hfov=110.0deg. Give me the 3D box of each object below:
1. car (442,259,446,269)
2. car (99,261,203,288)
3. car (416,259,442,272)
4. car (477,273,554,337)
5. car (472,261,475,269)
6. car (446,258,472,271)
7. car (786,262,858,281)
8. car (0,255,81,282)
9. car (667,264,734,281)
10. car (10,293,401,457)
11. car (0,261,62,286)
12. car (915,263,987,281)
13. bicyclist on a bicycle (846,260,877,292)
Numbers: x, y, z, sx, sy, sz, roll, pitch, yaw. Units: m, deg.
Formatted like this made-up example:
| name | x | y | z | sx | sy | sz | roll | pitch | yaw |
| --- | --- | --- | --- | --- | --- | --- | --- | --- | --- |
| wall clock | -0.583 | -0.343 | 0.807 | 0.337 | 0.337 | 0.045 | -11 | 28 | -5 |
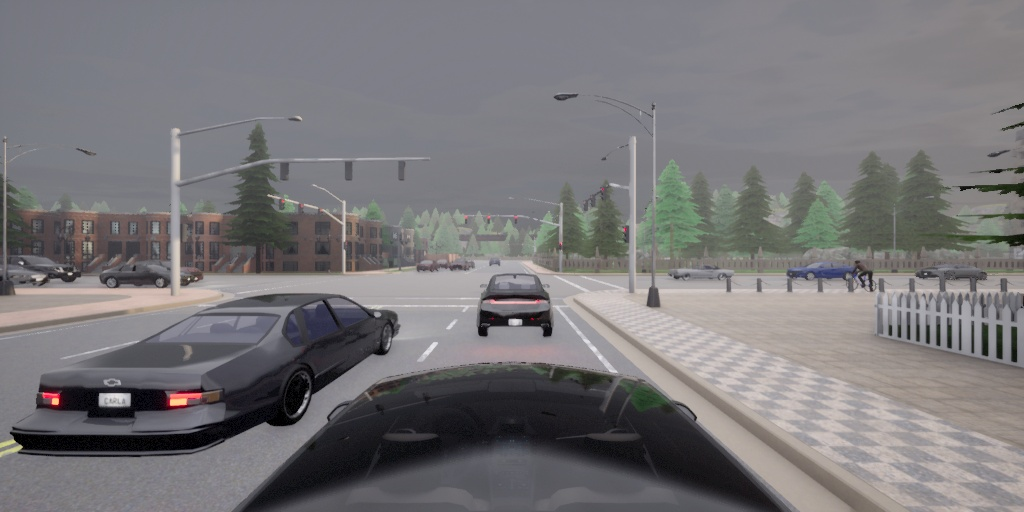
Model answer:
| name | x | y | z | sx | sy | sz | roll | pitch | yaw |
| --- | --- | --- | --- | --- | --- | --- | --- | --- | --- |
| car | -10.561 | 1.218 | 54.944 | 1.882 | 1.535 | 5.008 | 0 | 0 | 0 |
| car | -23.181 | 1.251 | 22.918 | 4.892 | 1.490 | 1.837 | 0 | 0 | -3 |
| car | -10.565 | 1.220 | 45.019 | 1.882 | 1.535 | 5.008 | 0 | 0 | 0 |
| car | 0.084 | 1.240 | 10.296 | 2.128 | 1.511 | 4.902 | 0 | 0 | 0 |
| car | -7.041 | 1.305 | 57.320 | 1.994 | 1.385 | 4.181 | 0 | 0 | 0 |
| car | -7.047 | 1.093 | 48.361 | 2.097 | 1.767 | 4.553 | 0 | 0 | 0 |
| car | 25.612 | 1.223 | 29.749 | 5.008 | 1.535 | 1.882 | 0 | 0 | 0 |
| car | -35.162 | 0.967 | 26.009 | 5.566 | 2.045 | 2.150 | 0 | 0 | -6 |
| car | 15.572 | 1.346 | 29.764 | 4.718 | 1.301 | 1.895 | 0 | 0 | 0 |
| car | -3.435 | 1.297 | 5.629 | 2.033 | 1.411 | 5.357 | 0 | 0 | 0 |
| car | -32.546 | 1.238 | 22.682 | 4.902 | 1.511 | 2.128 | 0 | 0 | -4 |
| car | 36.315 | 1.309 | 29.718 | 4.181 | 1.385 | 1.994 | 0 | 0 | 1 |
| bicyclist on a bicycle | 18.255 | 1.049 | 18.777 | 0.582 | 1.620 | 1.656 | 0 | 0 | 0 |
